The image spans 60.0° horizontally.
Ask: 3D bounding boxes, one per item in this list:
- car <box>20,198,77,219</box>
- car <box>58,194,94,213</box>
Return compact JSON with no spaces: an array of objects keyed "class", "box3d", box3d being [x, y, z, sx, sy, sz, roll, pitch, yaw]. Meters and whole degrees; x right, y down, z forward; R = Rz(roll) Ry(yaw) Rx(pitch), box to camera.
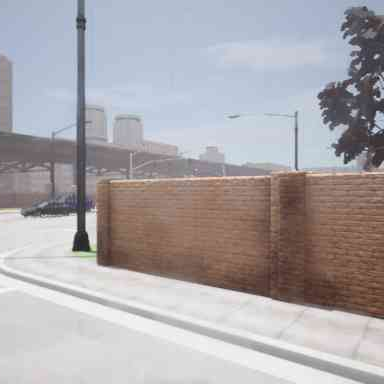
[{"class":"car","box3d":[-13.237,1.583,30.561,1.812,1.442,4.674,0,0,36]},{"class":"car","box3d":[-13.409,1.285,36.253,2.150,2.045,5.566,0,0,36]}]
